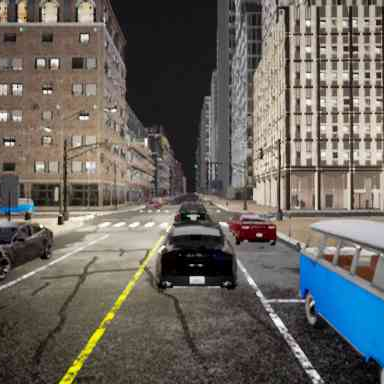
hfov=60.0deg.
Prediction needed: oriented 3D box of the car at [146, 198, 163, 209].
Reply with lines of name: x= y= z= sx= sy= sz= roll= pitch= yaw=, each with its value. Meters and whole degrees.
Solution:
car: x=-5.652 y=1.739 z=48.015 sx=1.802 sy=1.307 sz=4.206 roll=1 pitch=0 yaw=0

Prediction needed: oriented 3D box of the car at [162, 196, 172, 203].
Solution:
car: x=-5.632 y=1.665 z=76.273 sx=1.967 sy=1.590 sz=4.097 roll=1 pitch=0 yaw=0

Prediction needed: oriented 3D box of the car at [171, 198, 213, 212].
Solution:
car: x=-0.001 y=1.420 z=19.876 sx=2.097 sy=1.767 sz=4.553 roll=0 pitch=0 yaw=-2

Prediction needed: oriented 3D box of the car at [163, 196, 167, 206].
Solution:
car: x=-5.646 y=1.611 z=53.668 sx=1.967 sy=1.590 sz=4.097 roll=1 pitch=0 yaw=0

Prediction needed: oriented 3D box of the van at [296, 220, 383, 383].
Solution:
van: x=2.704 y=1.358 z=4.413 sx=1.690 sy=1.788 sz=3.998 roll=1 pitch=0 yaw=0

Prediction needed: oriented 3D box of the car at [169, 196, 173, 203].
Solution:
car: x=-5.638 y=1.762 z=70.621 sx=2.008 sy=1.369 sz=4.403 roll=1 pitch=0 yaw=0

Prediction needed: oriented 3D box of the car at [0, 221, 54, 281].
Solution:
car: x=-5.676 y=1.602 z=10.000 sx=1.947 sy=1.339 sz=4.313 roll=1 pitch=0 yaw=0

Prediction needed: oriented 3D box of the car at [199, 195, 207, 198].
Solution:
car: x=2.736 y=1.735 z=59.312 sx=2.008 sy=1.369 sz=4.403 roll=1 pitch=0 yaw=0

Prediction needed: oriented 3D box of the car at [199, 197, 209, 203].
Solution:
car: x=2.746 y=1.776 z=76.266 sx=2.008 sy=1.369 sz=4.403 roll=1 pitch=0 yaw=0

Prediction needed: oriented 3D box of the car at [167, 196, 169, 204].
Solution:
car: x=-5.645 y=1.766 z=59.318 sx=1.802 sy=1.307 sz=4.206 roll=1 pitch=0 yaw=0

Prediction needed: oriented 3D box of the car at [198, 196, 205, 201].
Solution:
car: x=2.756 y=1.845 z=93.221 sx=1.802 sy=1.307 sz=4.206 roll=1 pitch=0 yaw=0

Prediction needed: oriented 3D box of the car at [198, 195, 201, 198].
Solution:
car: x=2.739 y=1.743 z=64.963 sx=1.887 sy=1.381 sz=4.507 roll=1 pitch=0 yaw=0

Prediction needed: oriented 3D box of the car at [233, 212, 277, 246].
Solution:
car: x=2.708 y=1.599 z=15.566 sx=1.887 sy=1.381 sz=4.507 roll=1 pitch=0 yaw=0

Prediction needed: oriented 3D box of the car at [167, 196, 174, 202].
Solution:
car: x=-5.627 y=1.776 z=87.406 sx=1.752 sy=1.417 sz=4.829 roll=1 pitch=0 yaw=0

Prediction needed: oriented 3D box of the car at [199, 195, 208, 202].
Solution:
car: x=2.751 y=1.678 z=81.919 sx=1.967 sy=1.590 sz=4.097 roll=1 pitch=0 yaw=0

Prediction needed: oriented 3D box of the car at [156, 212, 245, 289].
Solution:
car: x=0.106 y=1.539 z=9.204 sx=1.837 sy=1.490 sz=4.892 roll=0 pitch=0 yaw=0

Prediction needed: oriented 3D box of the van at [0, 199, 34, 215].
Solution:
van: x=-19.714 y=1.653 z=36.894 sx=3.998 sy=1.788 sz=1.690 roll=0 pitch=-1 yaw=1
